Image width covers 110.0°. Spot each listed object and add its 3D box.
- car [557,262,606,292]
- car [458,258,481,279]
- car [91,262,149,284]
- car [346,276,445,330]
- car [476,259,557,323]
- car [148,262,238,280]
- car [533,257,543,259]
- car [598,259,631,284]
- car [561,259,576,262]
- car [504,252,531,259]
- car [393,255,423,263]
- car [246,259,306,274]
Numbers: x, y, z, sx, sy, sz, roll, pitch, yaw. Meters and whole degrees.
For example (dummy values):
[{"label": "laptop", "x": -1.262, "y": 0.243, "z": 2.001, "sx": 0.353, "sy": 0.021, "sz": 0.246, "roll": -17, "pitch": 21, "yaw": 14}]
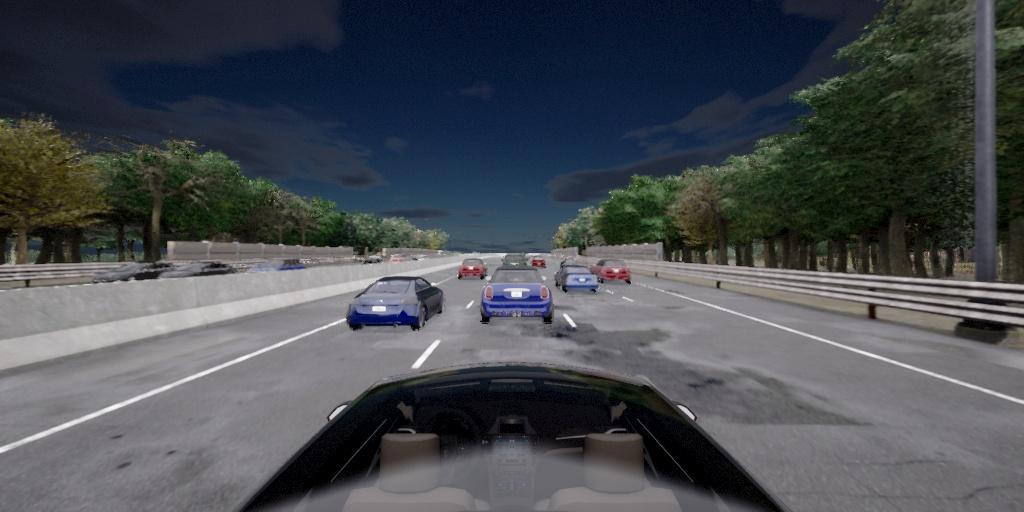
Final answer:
[{"label": "car", "x": 3.571, "y": 1.251, "z": 20.635, "sx": 2.033, "sy": 1.411, "sz": 5.357, "roll": 0, "pitch": 0, "yaw": 0}, {"label": "car", "x": -3.288, "y": 0.974, "z": 30.837, "sx": 2.097, "sy": 1.767, "sz": 4.553, "roll": 0, "pitch": 1, "yaw": 0}, {"label": "car", "x": -24.384, "y": 1.178, "z": 23.575, "sx": 1.837, "sy": 1.490, "sz": 4.892, "roll": 0, "pitch": 2, "yaw": -1}, {"label": "car", "x": -3.367, "y": 1.304, "z": 11.103, "sx": 1.994, "sy": 1.385, "sz": 4.181, "roll": 0, "pitch": 0, "yaw": 0}, {"label": "car", "x": 0.137, "y": 1.091, "z": 12.190, "sx": 2.097, "sy": 1.767, "sz": 4.553, "roll": 0, "pitch": 0, "yaw": 0}, {"label": "car", "x": -21.014, "y": 1.179, "z": 24.239, "sx": 1.837, "sy": 1.490, "sz": 4.892, "roll": 0, "pitch": 0, "yaw": 0}, {"label": "car", "x": 3.698, "y": 0.865, "z": 51.341, "sx": 1.882, "sy": 1.535, "sz": 5.008, "roll": 0, "pitch": 1, "yaw": 0}, {"label": "car", "x": 7.068, "y": 1.016, "z": 26.217, "sx": 2.097, "sy": 1.767, "sz": 4.553, "roll": 0, "pitch": 0, "yaw": 2}, {"label": "car", "x": 7.261, "y": 1.022, "z": 45.621, "sx": 1.994, "sy": 1.385, "sz": 4.181, "roll": 0, "pitch": 1, "yaw": 0}, {"label": "car", "x": 0.214, "y": 0.839, "z": 31.393, "sx": 2.150, "sy": 2.045, "sz": 5.566, "roll": 0, "pitch": 1, "yaw": 0}, {"label": "car", "x": -13.897, "y": 0.928, "z": 48.168, "sx": 1.837, "sy": 1.490, "sz": 4.892, "roll": 0, "pitch": 1, "yaw": 0}, {"label": "car", "x": -17.501, "y": 1.008, "z": 26.804, "sx": 2.097, "sy": 1.767, "sz": 4.553, "roll": 0, "pitch": 0, "yaw": 0}]
